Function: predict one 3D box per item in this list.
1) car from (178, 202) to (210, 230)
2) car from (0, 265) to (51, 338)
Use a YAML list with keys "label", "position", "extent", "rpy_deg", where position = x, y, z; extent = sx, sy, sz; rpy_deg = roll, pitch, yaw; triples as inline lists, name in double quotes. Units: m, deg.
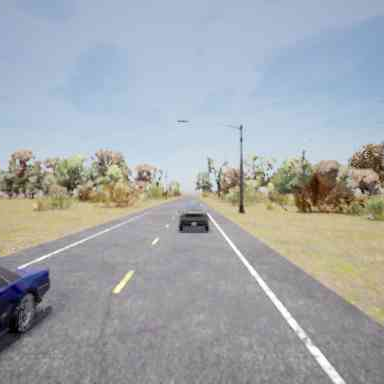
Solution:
- label: "car"
  position: [0.124, 1.621, 21.825]
  extent: [1.837, 1.490, 4.892]
  rpy_deg: [0, 0, 0]
- label: "car"
  position: [-3.589, 1.623, 4.044]
  extent: [1.895, 1.301, 4.718]
  rpy_deg: [0, 0, 0]
